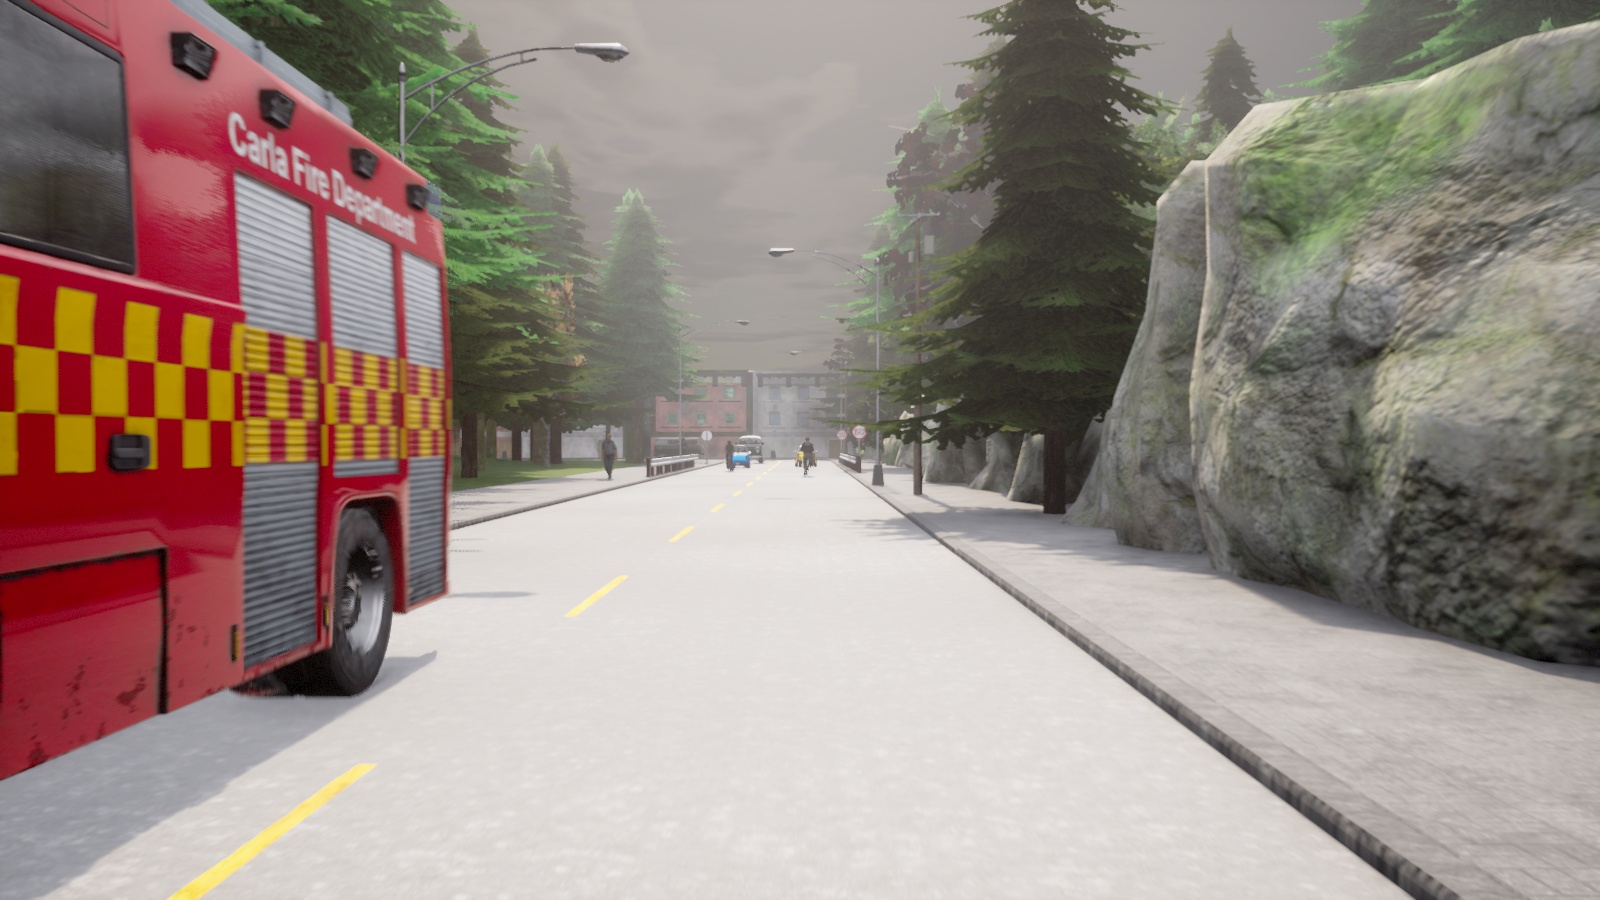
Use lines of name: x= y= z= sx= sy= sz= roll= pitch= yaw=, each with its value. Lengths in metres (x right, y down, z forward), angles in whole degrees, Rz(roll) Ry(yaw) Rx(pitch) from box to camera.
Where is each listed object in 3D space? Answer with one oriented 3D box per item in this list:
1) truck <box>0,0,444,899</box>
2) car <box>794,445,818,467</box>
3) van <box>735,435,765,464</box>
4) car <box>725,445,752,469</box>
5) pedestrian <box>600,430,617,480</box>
truck: x=-3.959 y=-0.447 z=4.511 sx=2.891 sy=3.827 sz=8.468 roll=0 pitch=0 yaw=0
car: x=0.372 y=0.355 z=79.200 sx=1.481 sy=1.376 sz=2.207 roll=0 pitch=1 yaw=0
van: x=-3.609 y=-0.048 z=91.321 sx=2.069 sy=2.038 sz=4.480 roll=0 pitch=0 yaw=0
car: x=-3.635 y=0.381 z=74.307 sx=1.481 sy=1.376 sz=2.207 roll=0 pitch=1 yaw=0
pedestrian: x=-7.226 y=0.183 z=47.402 sx=0.540 sy=1.848 sz=0.694 roll=0 pitch=0 yaw=0
